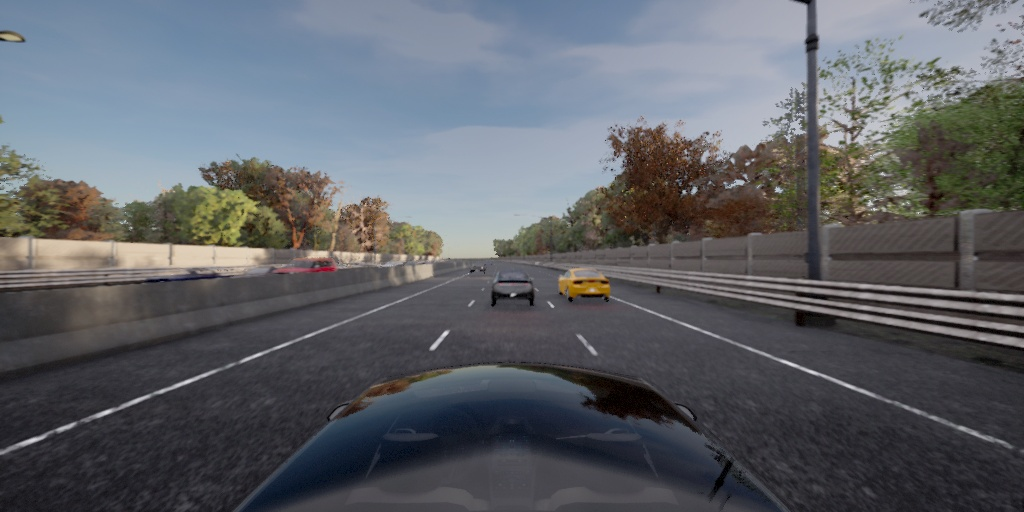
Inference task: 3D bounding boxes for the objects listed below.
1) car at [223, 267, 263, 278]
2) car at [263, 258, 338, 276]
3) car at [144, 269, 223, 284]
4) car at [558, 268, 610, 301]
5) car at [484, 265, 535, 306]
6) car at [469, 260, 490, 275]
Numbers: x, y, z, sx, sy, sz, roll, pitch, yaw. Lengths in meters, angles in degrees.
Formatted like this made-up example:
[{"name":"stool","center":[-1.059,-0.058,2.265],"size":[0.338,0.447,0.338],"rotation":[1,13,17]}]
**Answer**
[{"name":"car","center":[-17.781,1.497,25.728],"size":[1.812,1.442,4.674],"rotation":[0,0,-1]},{"name":"car","center":[-14.270,1.184,25.033],"size":[2.150,2.045,5.566],"rotation":[0,0,-1]},{"name":"car","center":[-21.254,1.558,23.720],"size":[1.895,1.301,4.718],"rotation":[0,0,-1]},{"name":"car","center":[3.508,1.367,18.214],"size":[1.882,1.535,5.008],"rotation":[0,0,-1]},{"name":"car","center":[0.022,1.370,16.653],"size":[2.128,1.511,4.902],"rotation":[0,0,0]},{"name":"car","center":[-3.990,1.418,42.635],"size":[1.895,1.301,4.718],"rotation":[0,0,-1]}]
